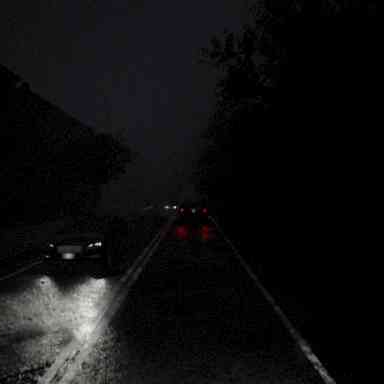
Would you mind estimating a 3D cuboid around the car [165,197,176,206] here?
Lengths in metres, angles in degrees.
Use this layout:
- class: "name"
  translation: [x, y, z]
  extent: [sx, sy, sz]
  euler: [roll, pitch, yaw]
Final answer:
- class: "car"
  translation: [-3.273, 1.552, 53.360]
  extent: [2.033, 1.411, 5.357]
  euler: [0, 0, 1]

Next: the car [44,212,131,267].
- class: "car"
  translation: [-3.349, 1.472, 11.469]
  extent: [2.128, 1.511, 4.902]
  euler: [0, 0, 0]

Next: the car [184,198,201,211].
- class: "car"
  translation: [0.110, 1.500, 42.078]
  extent: [2.033, 1.411, 5.357]
  euler: [0, 0, 0]

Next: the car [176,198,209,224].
- class: "car"
  translation: [0.106, 1.311, 24.749]
  extent: [2.097, 1.767, 4.553]
  euler: [0, 0, 0]
